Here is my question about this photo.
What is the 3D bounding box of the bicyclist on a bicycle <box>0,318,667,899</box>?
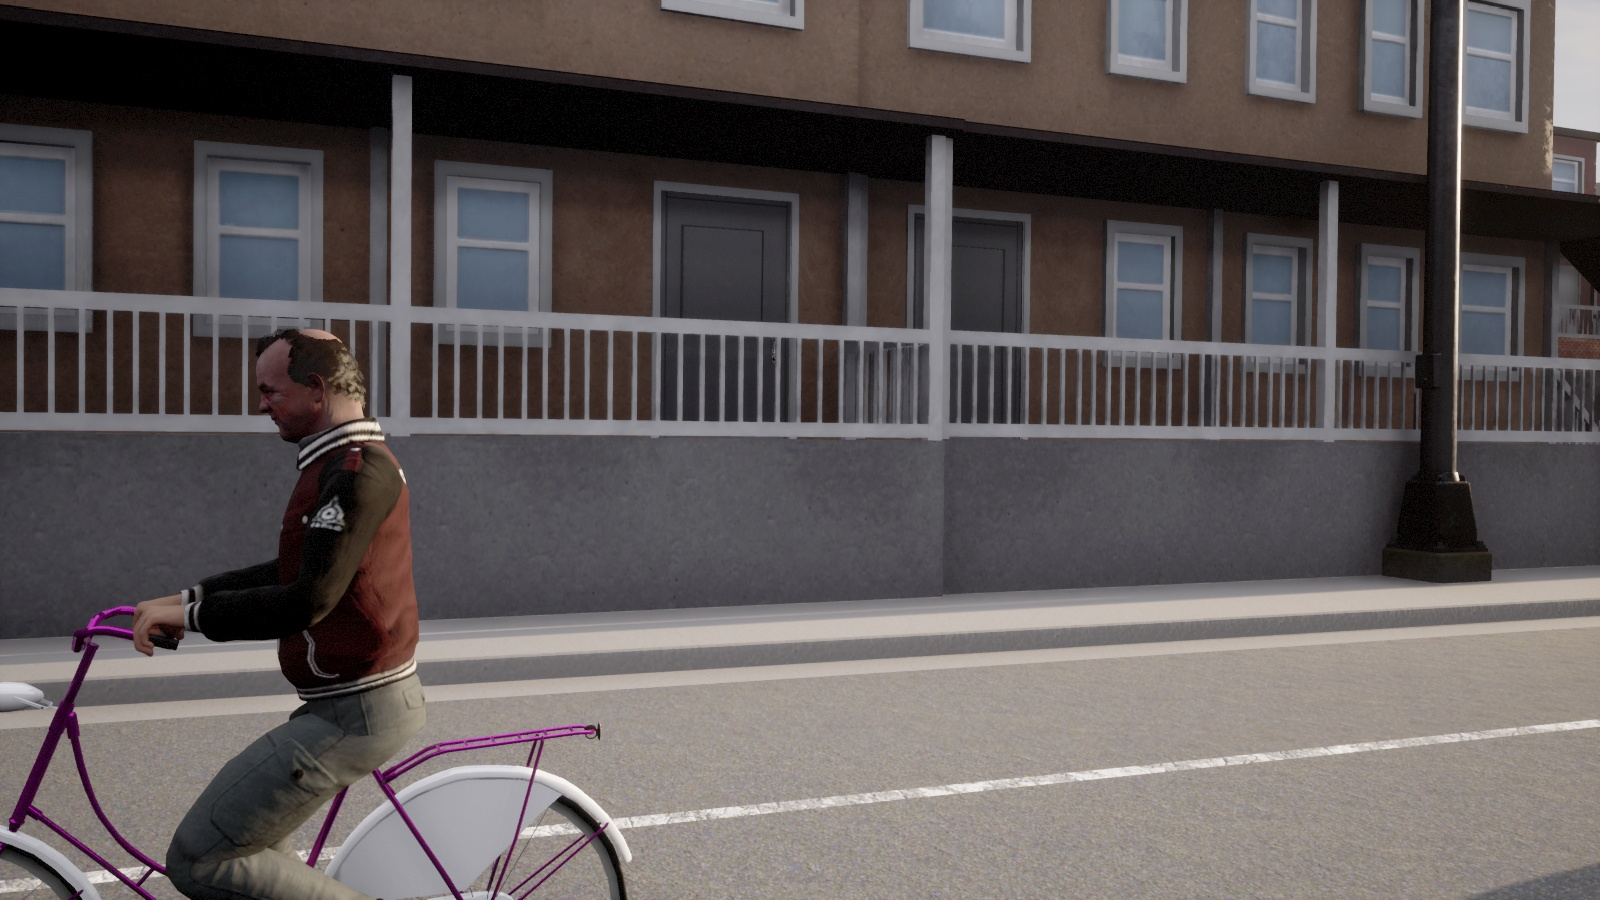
[{"bbox_3d":[-1.275,0.638,2.753,1.843,1.776,0.659,-1,1,-21],"label":"bicyclist on a bicycle"}]
